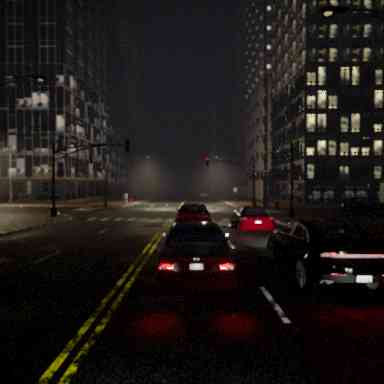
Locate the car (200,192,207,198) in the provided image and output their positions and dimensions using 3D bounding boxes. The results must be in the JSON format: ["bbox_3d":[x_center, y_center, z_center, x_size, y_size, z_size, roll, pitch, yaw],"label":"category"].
[{"bbox_3d":[3.216,0.857,91.664,1.812,1.442,4.674,0,0,0],"label":"car"}]

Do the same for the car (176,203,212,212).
[{"bbox_3d":[0.098,1.383,18.850,1.882,1.535,5.008,0,0,1],"label":"car"}]

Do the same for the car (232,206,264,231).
[{"bbox_3d":[3.343,1.470,18.739,1.994,1.385,4.181,0,0,0],"label":"car"}]

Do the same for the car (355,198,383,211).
[{"bbox_3d":[21.796,1.469,38.753,4.829,1.417,1.752,1,1,1],"label":"car"}]

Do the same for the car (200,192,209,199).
[{"bbox_3d":[3.220,1.148,81.693,1.895,1.301,4.718,0,0,0],"label":"car"}]

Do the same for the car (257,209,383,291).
[{"bbox_3d":[3.343,1.448,8.840,2.128,1.511,4.902,0,0,0],"label":"car"}]

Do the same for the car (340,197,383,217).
[{"bbox_3d":[16.190,1.382,30.464,5.009,1.841,2.192,1,1,1],"label":"car"}]

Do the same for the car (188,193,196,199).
[{"bbox_3d":[-0.030,1.077,81.662,1.812,1.442,4.674,0,0,0],"label":"car"}]

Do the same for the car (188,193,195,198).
[{"bbox_3d":[-0.034,0.927,91.694,1.895,1.301,4.718,0,0,0],"label":"car"}]

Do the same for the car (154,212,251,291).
[{"bbox_3d":[0.098,1.503,9.030,2.033,1.411,5.357,0,0,0],"label":"car"}]
